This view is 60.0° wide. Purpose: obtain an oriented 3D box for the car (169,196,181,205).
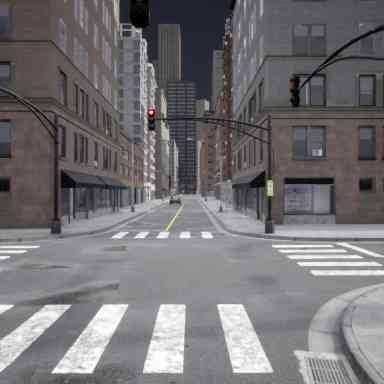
[{"bbox_3d":[-2.979,1.457,59.658,1.882,1.535,5.008,0,0,0],"label":"car"}]
